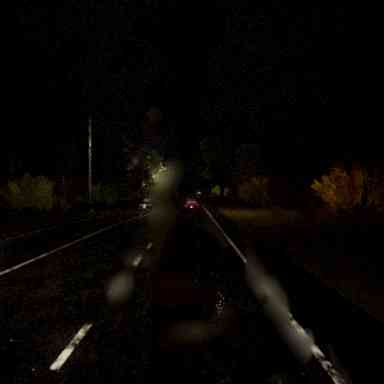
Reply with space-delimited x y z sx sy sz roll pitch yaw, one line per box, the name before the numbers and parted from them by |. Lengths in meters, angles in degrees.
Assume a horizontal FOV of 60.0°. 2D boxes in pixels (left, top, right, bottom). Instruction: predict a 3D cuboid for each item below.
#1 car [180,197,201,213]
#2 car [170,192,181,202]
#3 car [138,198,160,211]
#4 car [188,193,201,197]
car | -0.044 1.524 36.825 1.994 1.385 4.181 0 0 0
car | -3.590 1.105 72.642 2.150 2.045 5.566 0 0 0
car | -5.191 1.456 40.772 2.128 1.511 4.902 0 0 7
car | -0.069 1.411 56.098 2.128 1.511 4.902 0 0 0
